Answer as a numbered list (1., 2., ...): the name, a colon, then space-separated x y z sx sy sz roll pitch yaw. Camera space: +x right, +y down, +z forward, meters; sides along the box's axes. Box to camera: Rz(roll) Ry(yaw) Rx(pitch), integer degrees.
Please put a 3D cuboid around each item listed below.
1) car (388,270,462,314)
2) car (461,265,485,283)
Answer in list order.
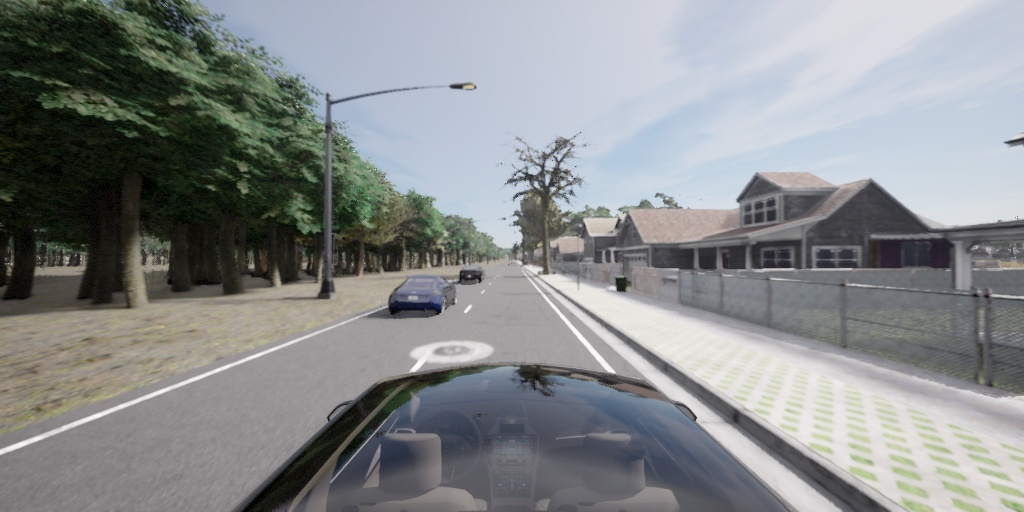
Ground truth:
1. car: -3.405 1.432 14.352 1.994 1.385 4.181 0 0 0
2. car: -3.412 1.485 31.196 1.882 1.535 5.008 0 0 0
